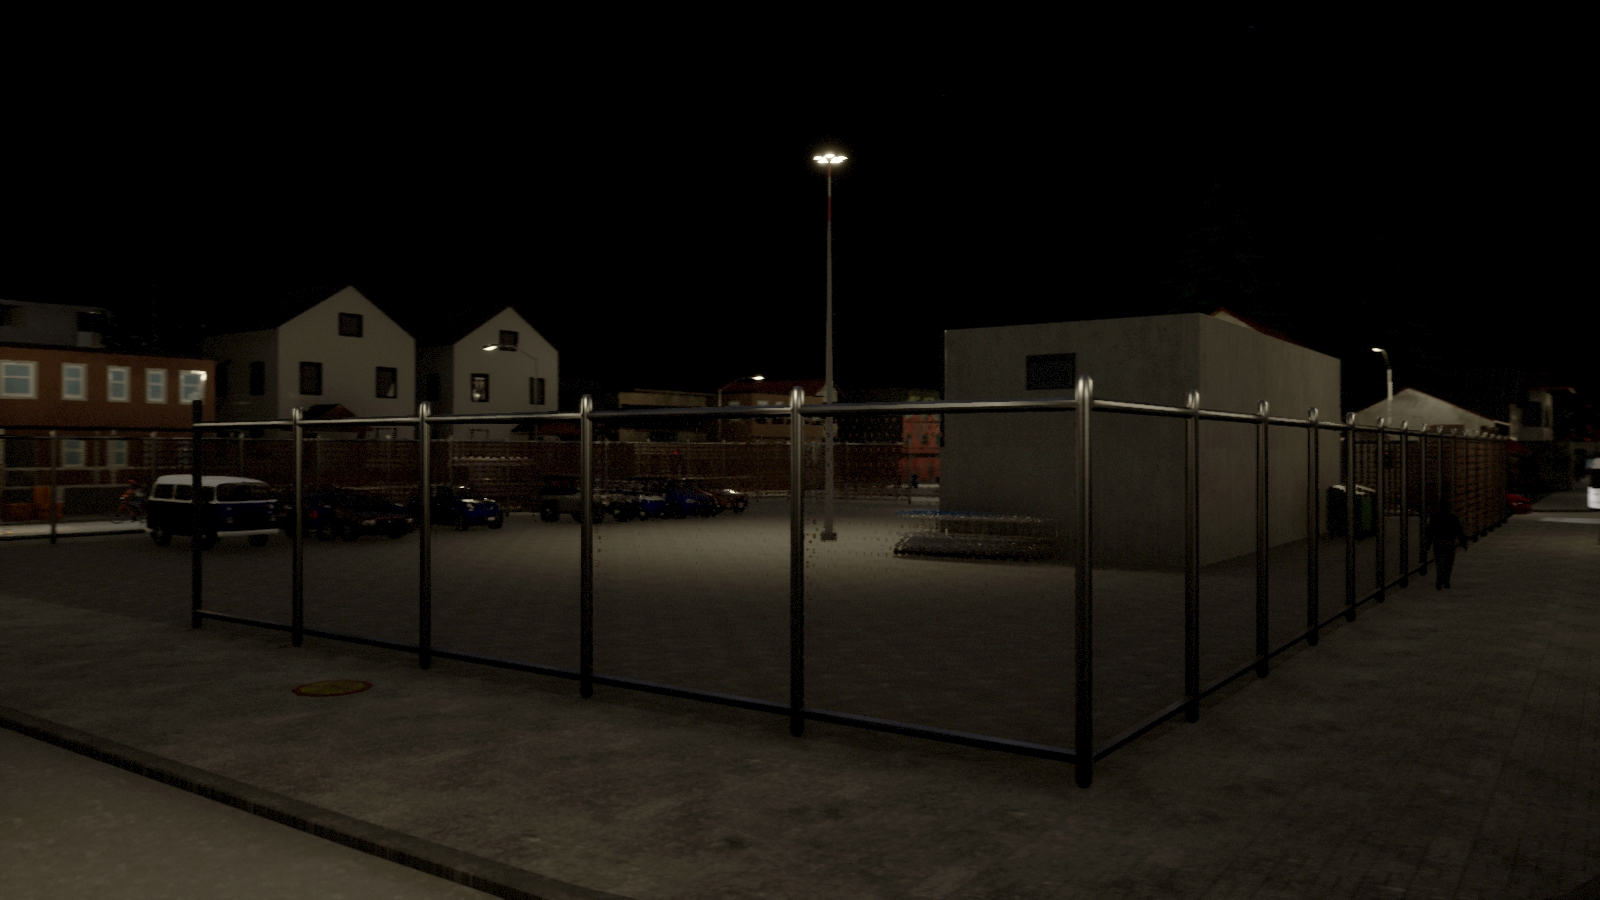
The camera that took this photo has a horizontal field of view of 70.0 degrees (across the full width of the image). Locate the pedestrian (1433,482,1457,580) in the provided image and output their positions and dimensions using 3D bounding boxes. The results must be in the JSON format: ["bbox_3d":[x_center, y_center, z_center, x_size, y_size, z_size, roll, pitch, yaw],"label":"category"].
[{"bbox_3d":[12.503,1.554,22.141,0.375,1.860,0.375,0,0,36],"label":"pedestrian"}]

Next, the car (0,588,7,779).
[{"bbox_3d":[-8.837,1.846,9.558,4.792,1.488,2.163,0,0,36],"label":"car"}]
